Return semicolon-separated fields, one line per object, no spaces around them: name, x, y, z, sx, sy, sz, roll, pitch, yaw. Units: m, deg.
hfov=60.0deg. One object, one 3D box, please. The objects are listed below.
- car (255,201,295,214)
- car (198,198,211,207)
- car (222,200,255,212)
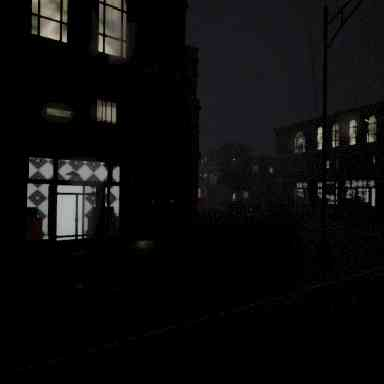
car;9.404;1.622;36.630;2.008;1.369;4.403;1;-1;-27
car;1.327;1.619;52.106;1.887;1.381;4.507;1;-1;-27
car;5.484;1.631;38.708;1.895;1.301;4.718;1;0;-27
